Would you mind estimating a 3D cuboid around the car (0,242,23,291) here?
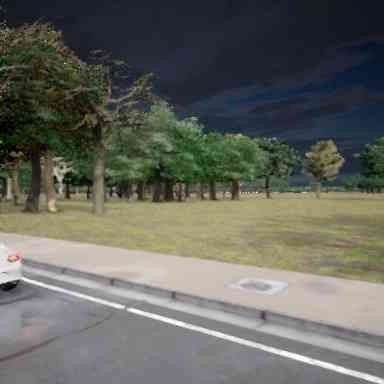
[{"bbox_3d":[-5.797,1.566,7.818,4.674,1.442,1.812,-1,-1,35],"label":"car"}]
